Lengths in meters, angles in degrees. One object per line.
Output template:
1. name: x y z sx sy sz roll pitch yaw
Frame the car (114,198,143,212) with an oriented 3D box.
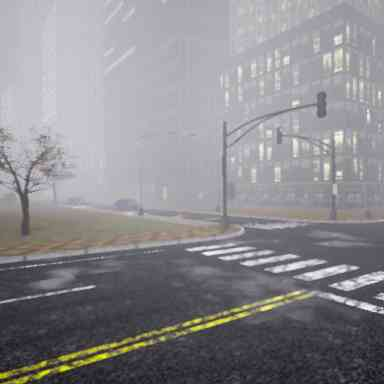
1. car: -7.436 1.452 38.549 1.882 1.535 5.008 0 0 -35

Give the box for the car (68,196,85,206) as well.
1. car: -19.371 1.471 55.724 2.128 1.511 4.902 0 0 -35
